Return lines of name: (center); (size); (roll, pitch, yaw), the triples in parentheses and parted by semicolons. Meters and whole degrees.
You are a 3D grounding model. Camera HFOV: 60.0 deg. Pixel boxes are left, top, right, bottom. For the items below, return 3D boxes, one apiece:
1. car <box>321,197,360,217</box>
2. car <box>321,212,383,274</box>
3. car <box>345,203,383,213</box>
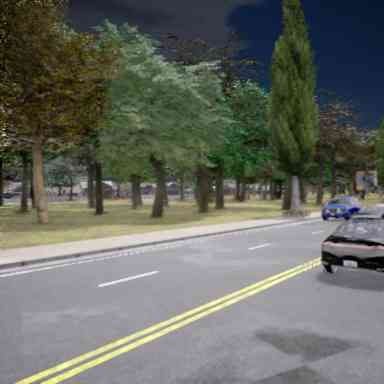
car: (13.459, 1.505, 29.731); (2.150, 2.045, 5.566); (-1, -1, 41)
car: (5.517, 1.579, 10.125); (2.128, 1.511, 4.902); (-1, -1, 40)
car: (13.467, 1.754, 24.735); (2.033, 1.411, 5.357); (-1, -1, 41)
